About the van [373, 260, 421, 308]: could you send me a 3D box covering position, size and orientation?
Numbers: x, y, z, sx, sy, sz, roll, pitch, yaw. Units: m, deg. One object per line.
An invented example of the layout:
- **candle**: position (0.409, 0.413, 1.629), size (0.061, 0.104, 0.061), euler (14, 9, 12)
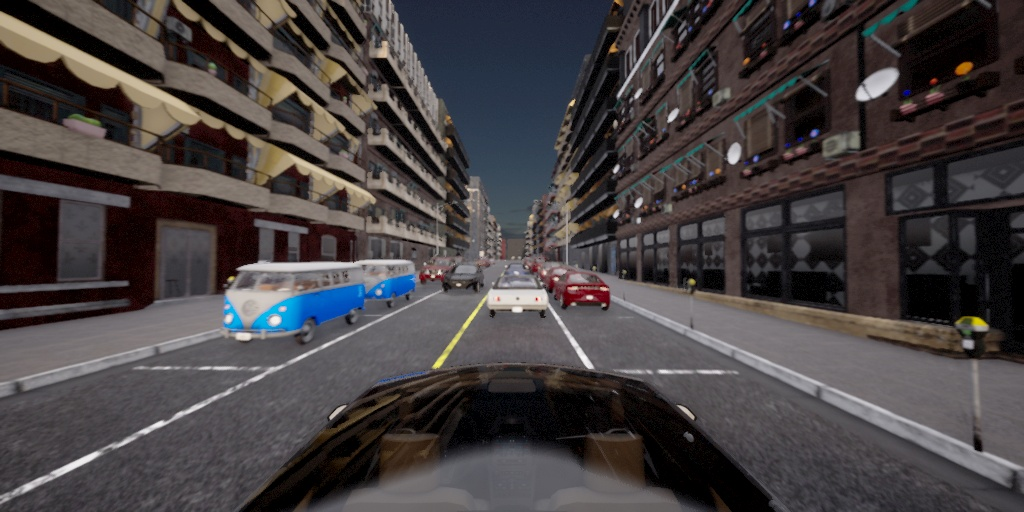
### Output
- **van**: position (-5.213, 1.044, 14.676), size (1.690, 1.789, 3.998), euler (0, 0, 1)

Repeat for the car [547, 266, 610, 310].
- **car**: position (2.669, 1.285, 14.540), size (1.888, 1.381, 4.507), euler (0, 0, 1)

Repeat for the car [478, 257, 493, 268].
- **car**: position (-4.790, 1.009, 58.916), size (2.192, 1.841, 5.009), euler (0, 0, 1)

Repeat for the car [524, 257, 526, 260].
- **car**: position (2.952, 1.162, 47.724), size (1.967, 1.591, 4.097), euler (0, 0, 1)

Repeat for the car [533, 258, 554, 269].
- **car**: position (2.782, 1.168, 25.600), size (1.967, 1.591, 4.097), euler (0, 0, 1)

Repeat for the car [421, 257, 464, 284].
- **car**: position (-5.107, 1.007, 25.736), size (2.192, 1.841, 5.009), euler (0, 0, 1)

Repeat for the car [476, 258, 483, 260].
- **car**: position (-4.948, 1.251, 42.328), size (1.948, 1.339, 4.313), euler (0, 0, 1)

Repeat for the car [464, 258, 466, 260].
- **car**: position (-5.054, 1.003, 31.266), size (2.192, 1.841, 5.009), euler (0, 0, 1)

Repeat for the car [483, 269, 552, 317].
- **car**: position (0.189, 1.331, 13.055), size (1.895, 1.301, 4.718), euler (0, 0, 1)

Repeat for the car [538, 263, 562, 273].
- **car**: position (2.722, 1.279, 20.069), size (1.888, 1.381, 4.507), euler (0, 0, 1)

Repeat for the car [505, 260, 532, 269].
- **car**: position (0.354, 1.278, 30.040), size (1.994, 1.385, 4.181), euler (0, 0, 1)

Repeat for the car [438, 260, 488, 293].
- **car**: position (-2.678, 1.186, 20.708), size (1.882, 1.535, 5.008), euler (0, 0, 1)

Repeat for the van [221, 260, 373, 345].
- **van**: position (-5.265, 1.052, 9.145), size (1.690, 1.789, 3.998), euler (0, 0, 1)

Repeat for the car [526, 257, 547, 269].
- **car**: position (2.846, 1.036, 36.662), size (2.192, 1.841, 5.009), euler (0, 0, 1)
